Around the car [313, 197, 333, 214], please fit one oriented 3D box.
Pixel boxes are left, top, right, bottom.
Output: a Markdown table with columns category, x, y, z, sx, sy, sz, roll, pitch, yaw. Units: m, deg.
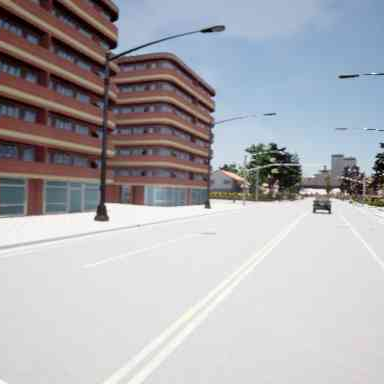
| category | x | y | z | sx | sy | sz | roll | pitch | yaw |
| --- | --- | --- | --- | --- | --- | --- | --- | --- | --- |
| car | 16.769 | 1.668 | 42.808 | 2.150 | 2.045 | 5.566 | 2 | 0 | 22 |
